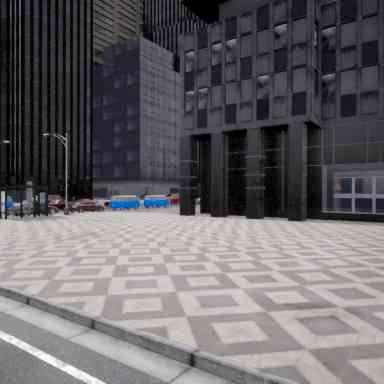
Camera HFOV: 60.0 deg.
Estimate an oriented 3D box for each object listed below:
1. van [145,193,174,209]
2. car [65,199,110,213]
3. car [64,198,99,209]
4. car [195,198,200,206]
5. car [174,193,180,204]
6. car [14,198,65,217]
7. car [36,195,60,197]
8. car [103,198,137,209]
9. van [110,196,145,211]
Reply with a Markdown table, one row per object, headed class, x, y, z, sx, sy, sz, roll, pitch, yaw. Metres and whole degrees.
| class | x | y | z | sx | sy | sz | roll | pitch | yaw |
| --- | --- | --- | --- | --- | --- | --- | --- | --- | --- |
| van | -4.723 | 1.330 | 44.821 | 1.690 | 1.788 | 3.998 | 0 | 0 | 35 |
| car | -11.312 | 1.576 | 35.573 | 1.802 | 1.307 | 4.206 | 0 | 0 | 35 |
| car | -14.962 | 1.548 | 45.142 | 1.802 | 1.307 | 4.206 | 0 | 0 | 35 |
| car | 1.864 | 1.569 | 54.069 | 1.802 | 1.307 | 4.206 | 0 | 0 | 35 |
| car | -2.977 | 1.185 | 57.253 | 2.150 | 2.045 | 5.566 | 0 | 1 | 36 |
| car | -14.606 | 1.549 | 30.948 | 2.008 | 1.369 | 4.403 | 0 | 0 | 35 |
| car | -18.256 | 1.285 | 40.517 | 2.192 | 1.841 | 5.009 | 0 | 0 | 35 |
| car | -10.184 | 1.573 | 47.250 | 1.895 | 1.301 | 4.718 | 0 | 0 | 36 |
| van | -8.017 | 1.332 | 40.197 | 1.690 | 1.788 | 3.998 | 0 | 0 | 35 |
